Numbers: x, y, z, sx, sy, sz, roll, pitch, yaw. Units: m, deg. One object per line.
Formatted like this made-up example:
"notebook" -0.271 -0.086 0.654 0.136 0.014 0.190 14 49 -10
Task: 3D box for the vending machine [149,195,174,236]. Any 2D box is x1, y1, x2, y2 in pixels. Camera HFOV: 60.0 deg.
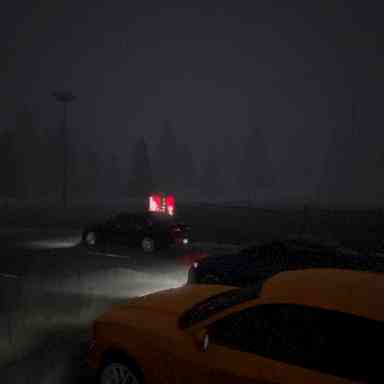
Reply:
"vending machine" -1.610 1.195 17.772 0.880 2.100 1.100 0 0 29

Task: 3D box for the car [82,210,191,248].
"car" -2.295 1.507 13.350 4.892 1.490 1.837 1 0 31

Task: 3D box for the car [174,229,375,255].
"car" 1.969 1.564 6.614 4.181 1.385 1.994 0 0 34

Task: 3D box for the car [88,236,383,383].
"car" 1.171 1.478 2.988 5.008 1.535 1.882 0 0 35
